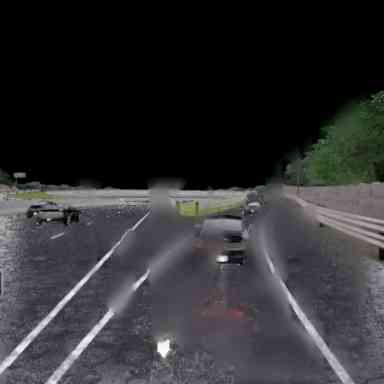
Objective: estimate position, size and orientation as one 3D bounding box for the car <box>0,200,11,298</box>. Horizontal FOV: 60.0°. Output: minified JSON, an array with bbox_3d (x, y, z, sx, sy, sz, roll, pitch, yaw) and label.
[{"bbox_3d":[-4.085,1.202,3.161,2.150,2.045,5.566,0,0,-4],"label":"car"}]

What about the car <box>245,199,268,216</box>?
[{"bbox_3d":[6.743,1.735,35.565,1.812,1.442,4.674,0,-1,17],"label":"car"}]

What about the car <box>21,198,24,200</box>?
[{"bbox_3d":[-33.348,1.997,66.631,1.837,1.490,4.892,0,-1,-4],"label":"car"}]

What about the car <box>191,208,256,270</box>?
[{"bbox_3d":[1.100,1.531,11.281,1.837,1.490,4.892,0,0,7],"label":"car"}]

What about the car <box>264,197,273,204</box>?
[{"bbox_3d":[15.802,1.706,68.943,1.895,1.301,4.718,0,1,13],"label":"car"}]

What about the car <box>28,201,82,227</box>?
[{"bbox_3d":[-8.947,1.496,22.797,2.128,1.511,4.902,0,0,-4],"label":"car"}]

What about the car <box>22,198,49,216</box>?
[{"bbox_3d":[-12.959,1.535,29.578,1.837,1.490,4.892,0,-1,-4],"label":"car"}]

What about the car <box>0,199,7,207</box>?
[{"bbox_3d":[-32.456,1.862,54.566,1.895,1.301,4.718,0,-1,-4],"label":"car"}]
